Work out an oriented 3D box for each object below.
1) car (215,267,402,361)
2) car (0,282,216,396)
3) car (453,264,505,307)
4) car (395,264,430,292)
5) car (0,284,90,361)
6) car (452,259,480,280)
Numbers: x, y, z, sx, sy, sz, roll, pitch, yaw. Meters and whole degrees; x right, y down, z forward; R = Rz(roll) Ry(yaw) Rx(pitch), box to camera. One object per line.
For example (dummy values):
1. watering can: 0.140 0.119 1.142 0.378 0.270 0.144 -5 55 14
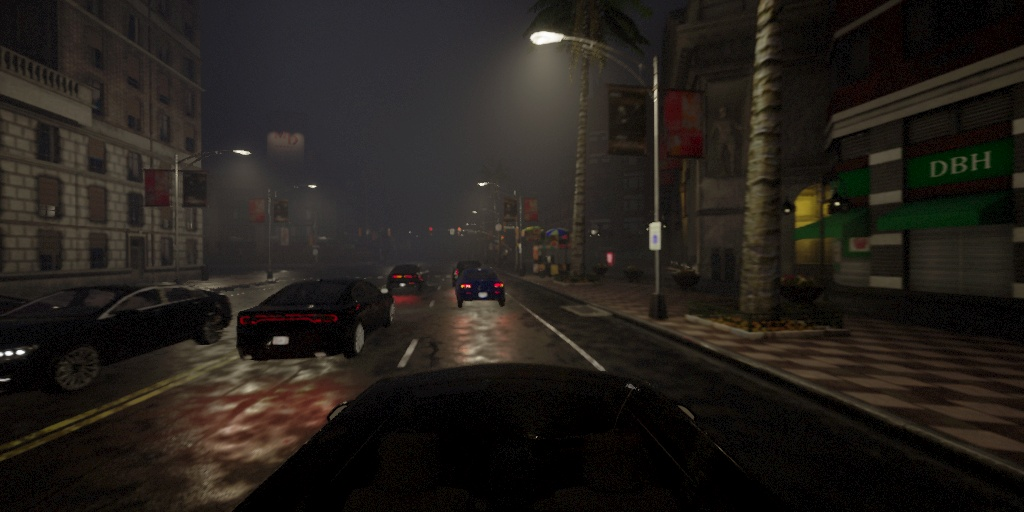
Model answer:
1. car: -4.126 1.229 8.431 1.882 1.535 5.008 0 1 -6
2. car: -7.564 1.283 6.730 2.128 1.511 4.902 -1 0 -7
3. car: -1.405 1.218 15.024 1.812 1.442 4.674 -1 0 -10
4. car: -5.893 1.208 20.523 1.837 1.490 4.892 -1 0 -9
5. car: -11.064 1.388 6.573 1.994 1.385 4.181 -1 0 -7
6. car: -2.893 1.011 23.820 2.097 1.767 4.553 -1 0 -9
